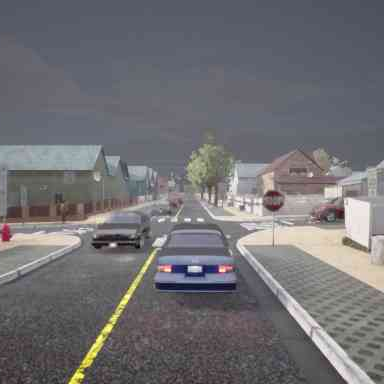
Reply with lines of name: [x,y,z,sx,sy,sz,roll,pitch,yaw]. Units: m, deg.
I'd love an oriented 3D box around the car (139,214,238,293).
car: [0.118,1.550,8.992,2.033,1.411,5.357,0,0,1]

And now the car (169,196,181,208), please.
car: [-2.925,1.602,46.486,1.895,1.301,4.718,0,0,0]

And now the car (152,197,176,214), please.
car: [-2.894,1.528,33.001,1.812,1.442,4.674,0,0,0]

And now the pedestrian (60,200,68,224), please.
pedestrian: [-9.738,1.462,25.242,0.375,1.860,0.375,0,0,0]

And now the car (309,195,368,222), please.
car: [10.326,1.067,22.487,4.553,1.767,2.097,-2,-1,-1]

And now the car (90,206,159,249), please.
car: [-2.885,1.551,14.754,2.033,1.411,5.357,0,0,0]

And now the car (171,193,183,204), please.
car: [-2.915,1.214,62.073,2.150,2.045,5.566,0,0,3]
